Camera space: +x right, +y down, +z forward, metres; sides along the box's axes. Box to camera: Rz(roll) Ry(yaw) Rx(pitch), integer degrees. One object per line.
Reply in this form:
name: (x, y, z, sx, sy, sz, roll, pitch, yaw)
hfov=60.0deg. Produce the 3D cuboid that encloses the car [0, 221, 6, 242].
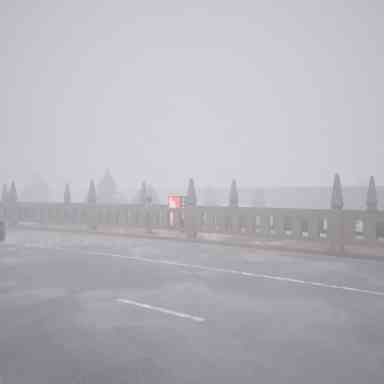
car: (-9.824, 1.477, 13.572, 5.008, 1.535, 1.882, 0, 0, 27)

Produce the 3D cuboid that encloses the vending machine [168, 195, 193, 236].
vending machine: (-0.584, 1.195, 17.634, 0.880, 2.100, 1.100, 0, 0, 30)

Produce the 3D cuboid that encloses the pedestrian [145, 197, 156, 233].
pedestrian: (-2.148, 1.141, 16.831, 0.375, 1.860, 0.375, 0, 0, 29)
